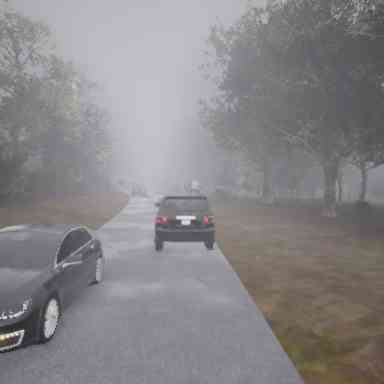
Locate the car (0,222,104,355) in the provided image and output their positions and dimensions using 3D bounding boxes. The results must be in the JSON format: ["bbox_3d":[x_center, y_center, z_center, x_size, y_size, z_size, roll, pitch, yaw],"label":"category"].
[{"bbox_3d":[-2.988,1.404,6.272,1.837,1.490,4.892,1,1,-2],"label":"car"}]

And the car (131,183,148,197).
[{"bbox_3d":[-7.845,-0.317,49.262,2.150,2.045,5.566,2,1,-11],"label":"car"}]

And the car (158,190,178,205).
[{"bbox_3d":[-2.800,0.575,37.387,1.895,1.301,4.718,2,2,-8],"label":"car"}]

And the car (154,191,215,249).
[{"bbox_3d":[-0.358,1.037,13.736,2.150,2.045,5.566,1,1,-3],"label":"car"}]
